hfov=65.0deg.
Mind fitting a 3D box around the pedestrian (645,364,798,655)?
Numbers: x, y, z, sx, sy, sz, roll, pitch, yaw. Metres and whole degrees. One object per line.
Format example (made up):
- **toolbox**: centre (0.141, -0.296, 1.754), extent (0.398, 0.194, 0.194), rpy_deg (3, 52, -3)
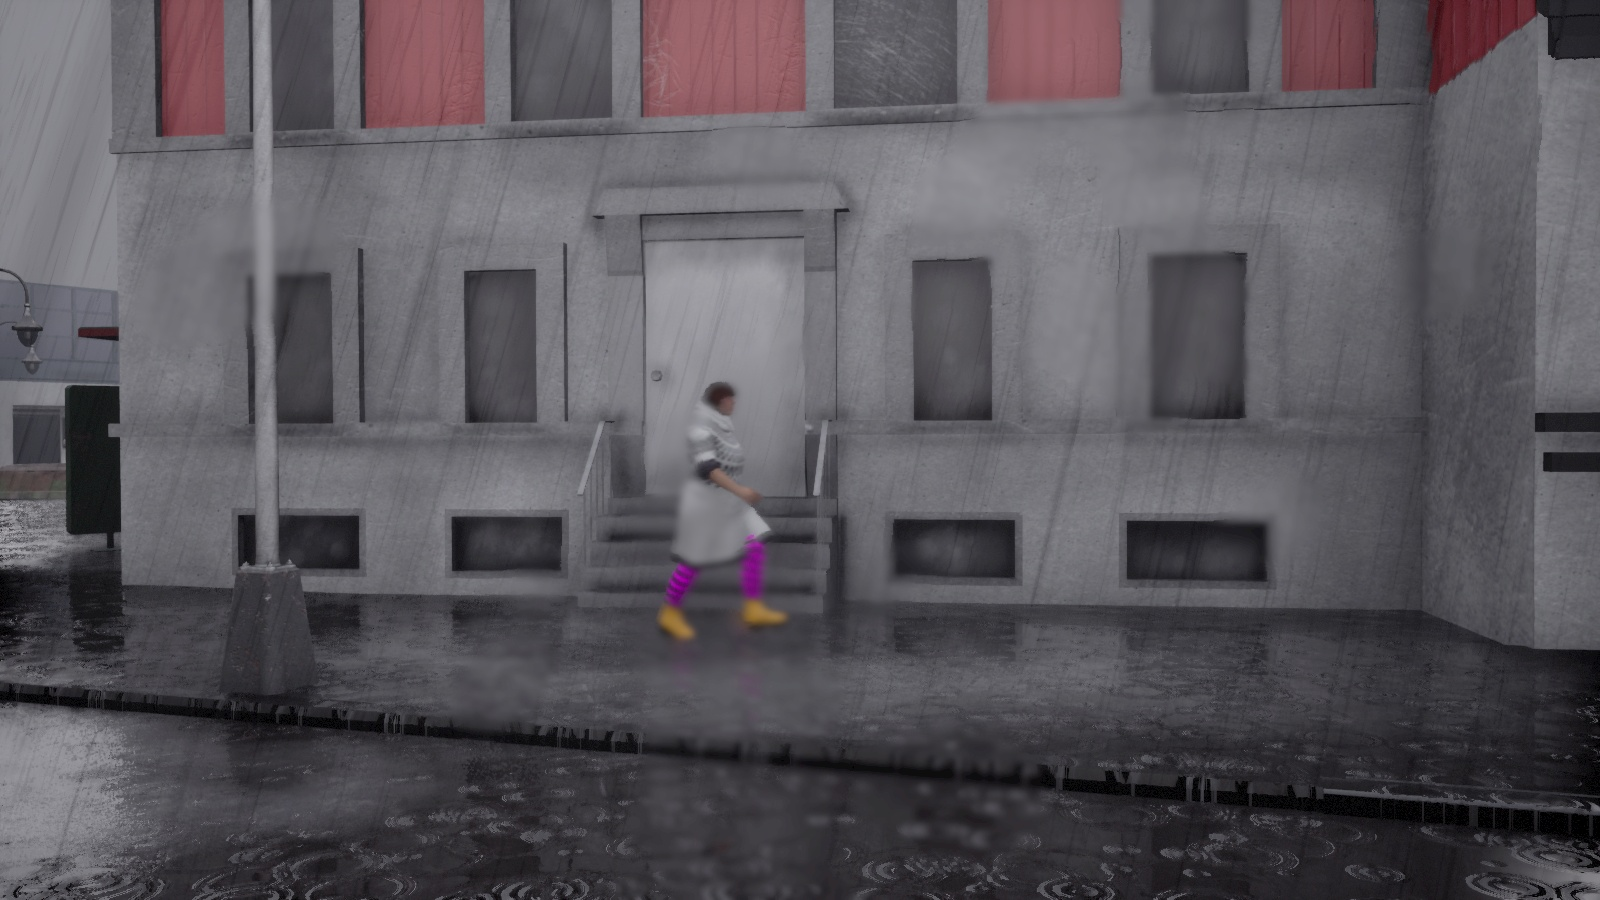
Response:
- **pedestrian**: centre (-0.549, 0.392, 8.877), extent (0.873, 1.952, 0.659), rpy_deg (1, 1, 23)
